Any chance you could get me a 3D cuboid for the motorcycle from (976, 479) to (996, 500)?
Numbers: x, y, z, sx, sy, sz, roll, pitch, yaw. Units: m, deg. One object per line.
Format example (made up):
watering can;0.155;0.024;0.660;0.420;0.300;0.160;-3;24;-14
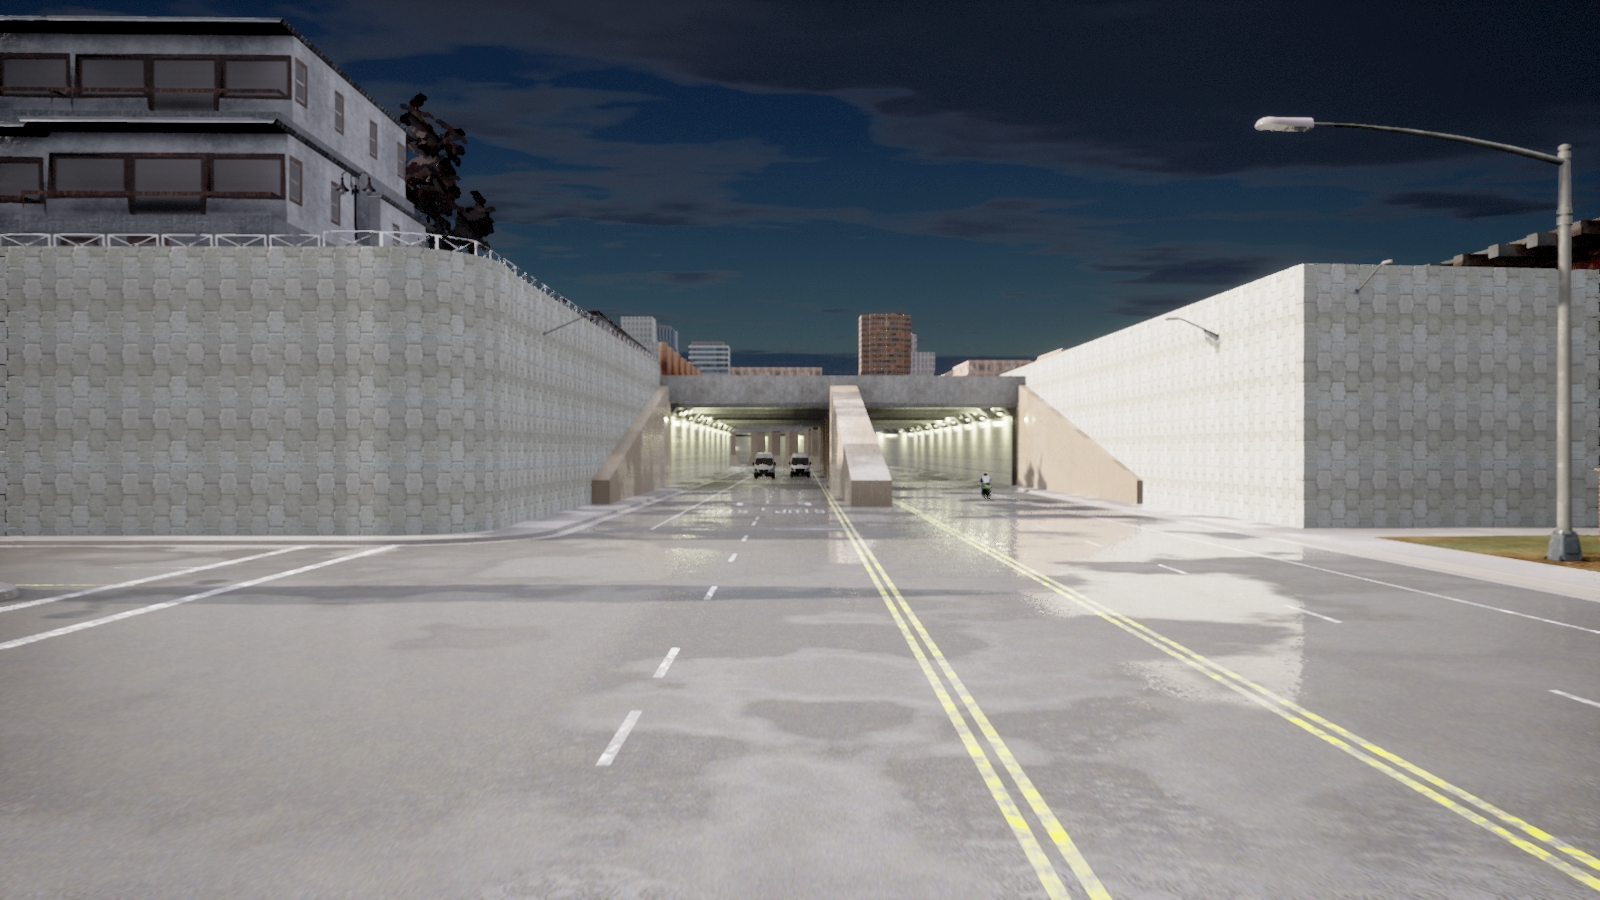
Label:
motorcycle;10.492;2.227;64.627;0.803;1.145;2.033;0;0;0
